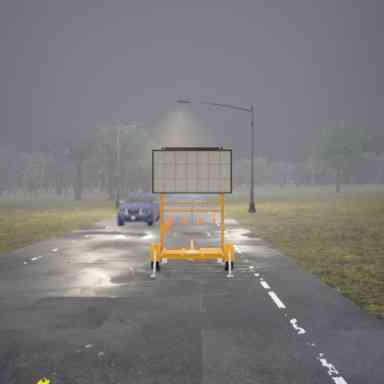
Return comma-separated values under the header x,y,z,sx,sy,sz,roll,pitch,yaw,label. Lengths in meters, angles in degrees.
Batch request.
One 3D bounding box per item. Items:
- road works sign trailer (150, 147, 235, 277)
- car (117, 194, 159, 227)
x,y,z,sx,sy,sz,roll,pitch,yaw,label
0.006,0.446,10.160,2.380,3.560,2.880,0,0,0,road works sign trailer
-3.482,1.148,22.460,2.150,2.045,5.566,0,0,0,car
